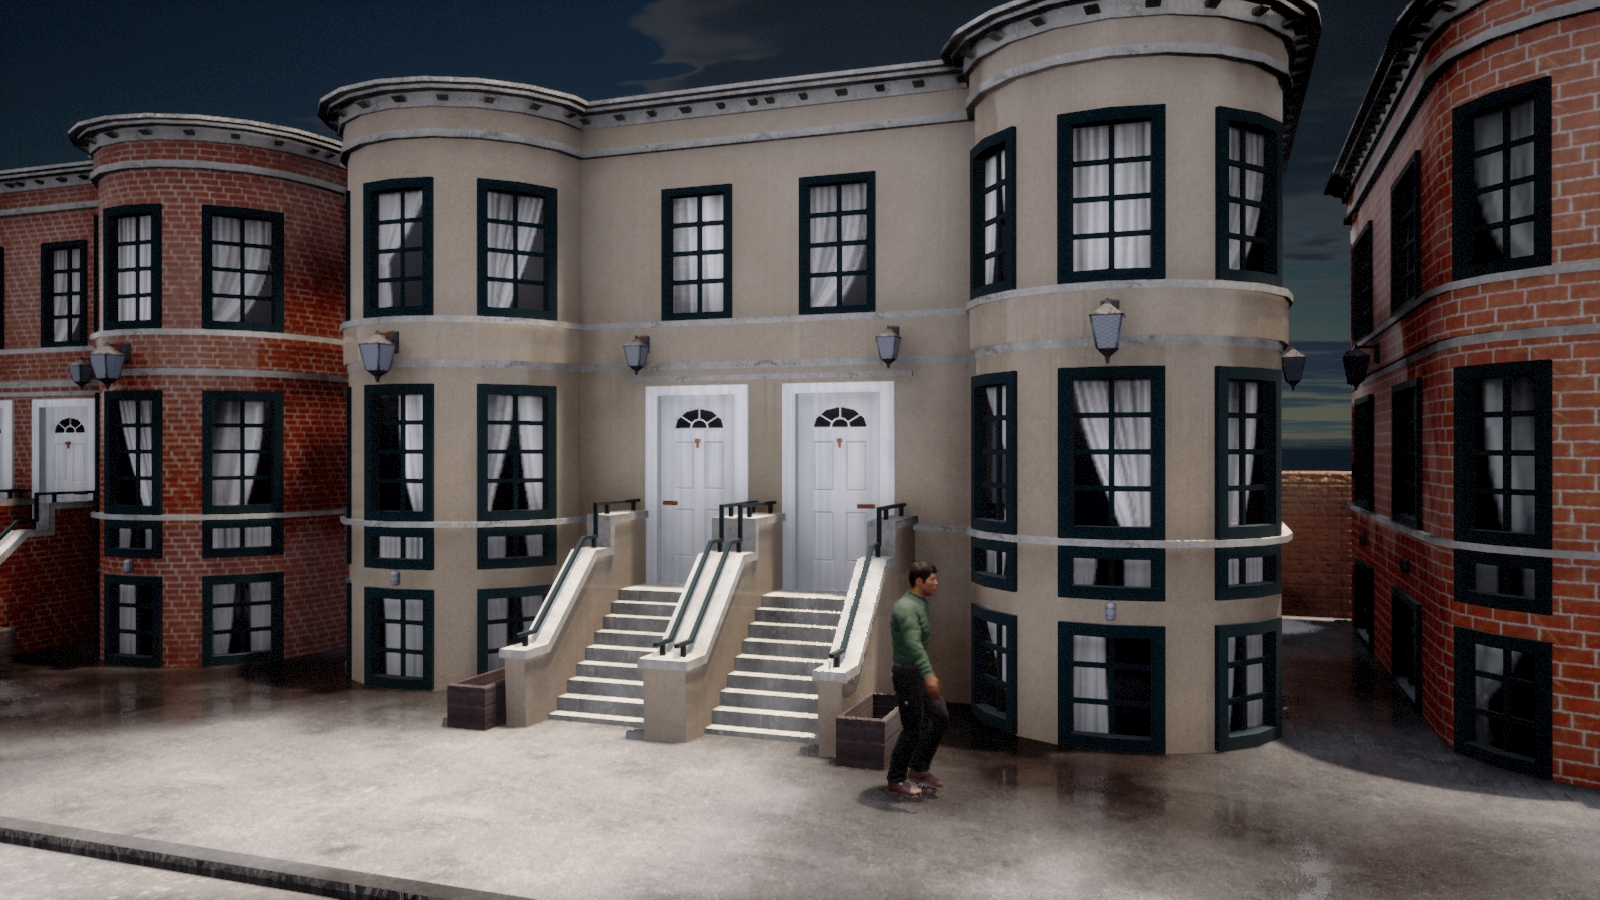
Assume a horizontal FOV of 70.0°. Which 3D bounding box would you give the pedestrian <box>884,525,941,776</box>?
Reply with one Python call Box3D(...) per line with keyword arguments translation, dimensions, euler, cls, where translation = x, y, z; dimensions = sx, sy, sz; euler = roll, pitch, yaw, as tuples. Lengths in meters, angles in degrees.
Box3D(translation=(0.874, 1.526, 8.842), dimensions=(0.375, 1.860, 0.375), euler=(0, 0, 17), cls="pedestrian")
